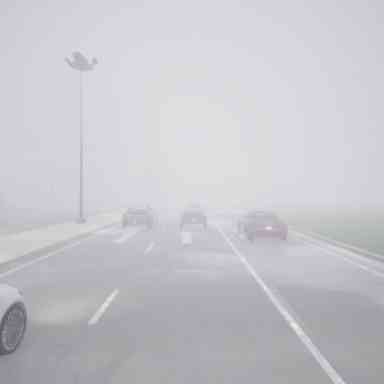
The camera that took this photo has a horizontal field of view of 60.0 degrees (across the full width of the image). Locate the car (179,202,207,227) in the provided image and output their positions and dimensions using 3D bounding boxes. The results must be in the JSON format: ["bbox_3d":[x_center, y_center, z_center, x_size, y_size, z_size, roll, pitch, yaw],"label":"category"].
[{"bbox_3d":[0.091,1.659,23.634,1.812,1.442,4.674,0,0,0],"label":"car"}]

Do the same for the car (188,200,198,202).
[{"bbox_3d":[0.080,1.754,40.535,1.812,1.442,4.674,0,0,0],"label":"car"}]

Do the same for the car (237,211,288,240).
[{"bbox_3d":[3.599,1.663,17.534,1.994,1.385,4.181,0,0,0],"label":"car"}]

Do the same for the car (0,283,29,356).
[{"bbox_3d":[-3.400,1.544,3.144,1.812,1.442,4.674,0,0,0],"label":"car"}]

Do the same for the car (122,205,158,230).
[{"bbox_3d":[-3.401,1.617,22.284,2.128,1.511,4.902,0,0,0],"label":"car"}]
